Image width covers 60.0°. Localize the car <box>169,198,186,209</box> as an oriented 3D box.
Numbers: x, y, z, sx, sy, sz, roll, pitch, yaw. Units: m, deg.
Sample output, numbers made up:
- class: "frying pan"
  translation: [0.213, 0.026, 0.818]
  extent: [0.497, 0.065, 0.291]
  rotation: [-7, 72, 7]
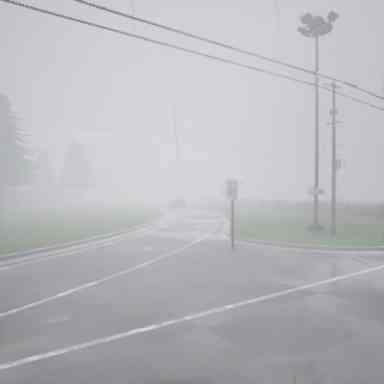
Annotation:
- class: "car"
  translation: [-2.049, 1.605, 46.394]
  extent: [1.837, 1.490, 4.892]
  rotation: [0, 0, -12]
